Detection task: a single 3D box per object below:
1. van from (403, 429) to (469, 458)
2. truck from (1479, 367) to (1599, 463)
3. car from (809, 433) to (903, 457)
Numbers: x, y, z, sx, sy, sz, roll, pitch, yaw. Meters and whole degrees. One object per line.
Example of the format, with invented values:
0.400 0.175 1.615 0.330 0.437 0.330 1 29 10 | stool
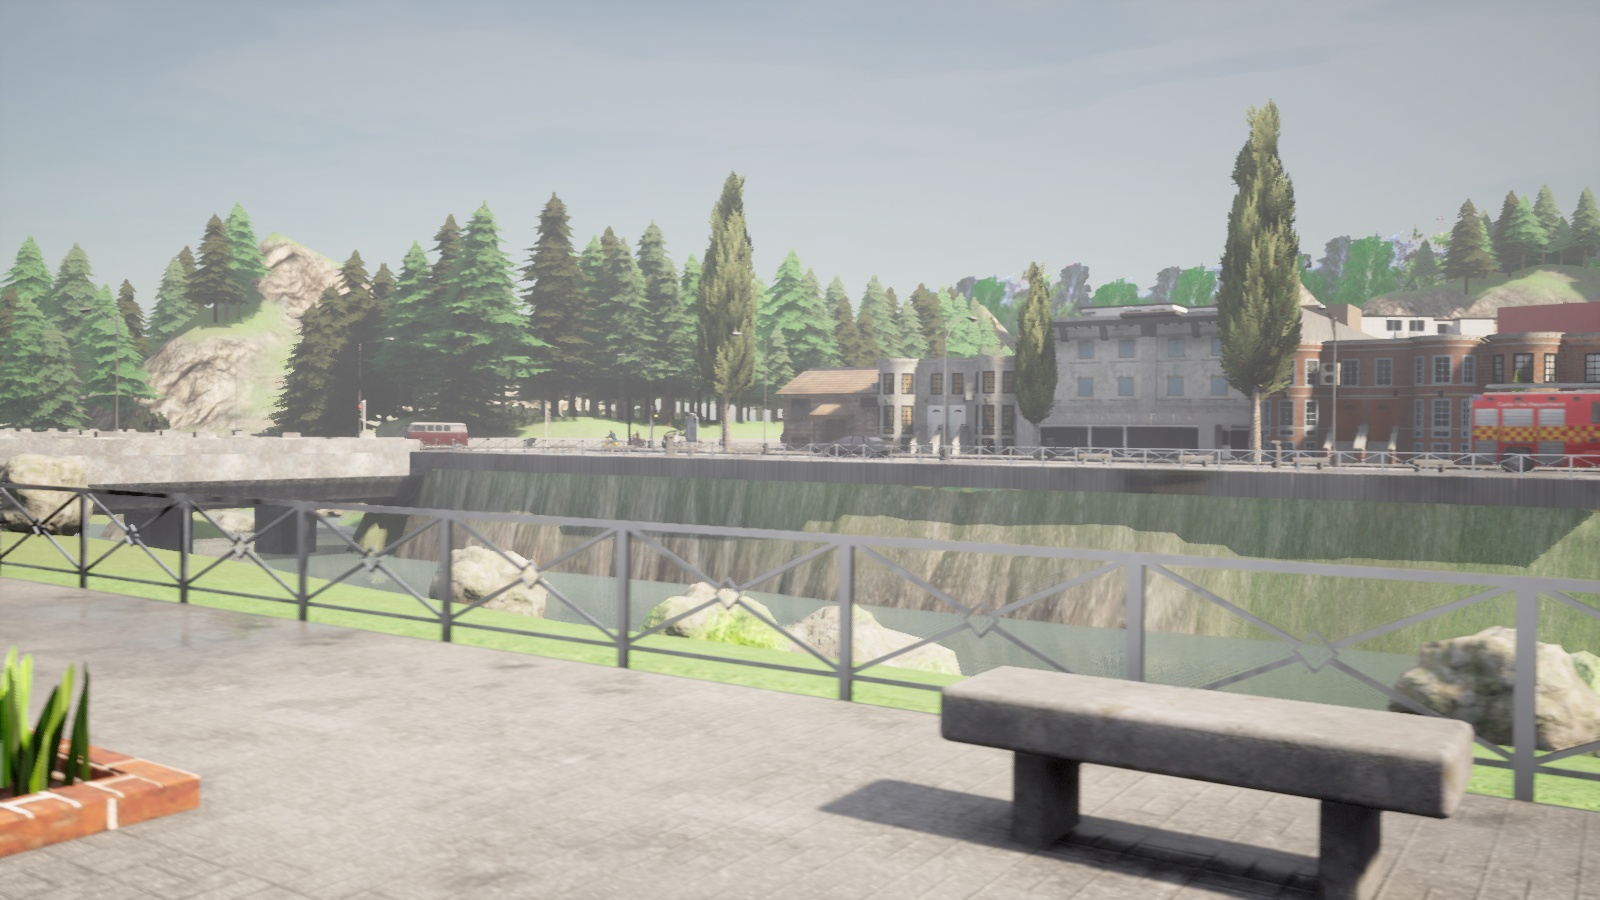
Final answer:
-25.827 -0.499 89.154 4.442 1.987 1.775 -1 1 -18 | van
32.844 -1.435 51.603 8.468 3.827 2.891 0 1 34 | truck
3.374 -0.289 75.993 5.357 1.411 2.033 0 1 34 | car
